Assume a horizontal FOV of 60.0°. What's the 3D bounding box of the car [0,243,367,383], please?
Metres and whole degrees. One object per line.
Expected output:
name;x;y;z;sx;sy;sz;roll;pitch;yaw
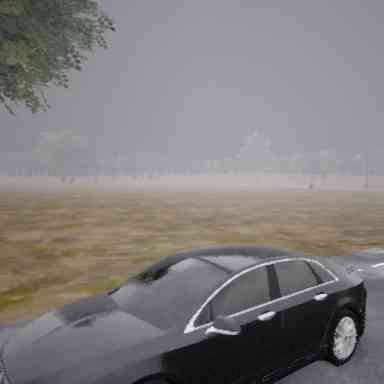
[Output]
car;0.322;1.501;4.220;4.892;1.490;1.837;0;0;-35
